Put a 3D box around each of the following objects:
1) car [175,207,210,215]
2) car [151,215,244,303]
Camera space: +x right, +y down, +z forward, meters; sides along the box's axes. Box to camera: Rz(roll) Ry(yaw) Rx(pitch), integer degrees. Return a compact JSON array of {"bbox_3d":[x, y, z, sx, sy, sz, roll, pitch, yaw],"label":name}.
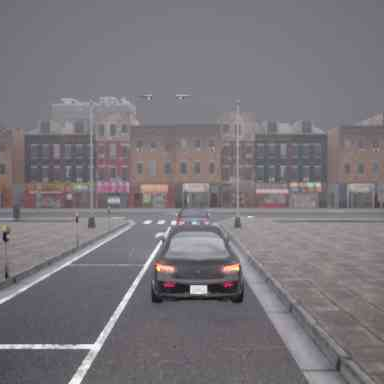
[{"bbox_3d":[0.065,1.532,18.335,2.033,1.411,5.357,0,0,-1],"label":"car"},{"bbox_3d":[0.097,1.518,8.045,1.812,1.442,4.674,0,0,0],"label":"car"}]
